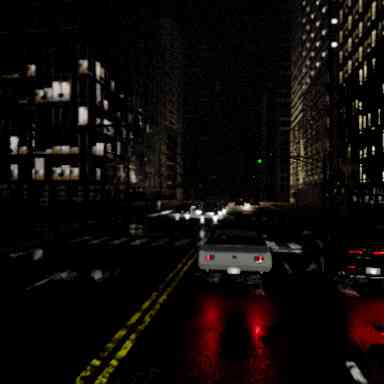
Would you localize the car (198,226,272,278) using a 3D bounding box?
[{"bbox_3d":[1.414,1.719,10.569,1.895,1.301,4.718,0,-1,9],"label":"car"}]

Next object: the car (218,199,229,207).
[{"bbox_3d":[6.590,2.269,69.305,2.033,1.411,5.357,0,-1,8],"label":"car"}]

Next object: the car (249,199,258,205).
[{"bbox_3d":[14.727,2.291,80.133,1.895,1.301,4.718,0,-1,8],"label":"car"}]

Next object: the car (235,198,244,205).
[{"bbox_3d":[11.507,2.213,80.571,2.128,1.511,4.902,0,-1,8],"label":"car"}]

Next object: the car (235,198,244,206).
[{"bbox_3d":[10.077,2.344,70.702,1.895,1.301,4.718,0,-1,8],"label":"car"}]

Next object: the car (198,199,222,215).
[{"bbox_3d":[2.220,1.948,39.811,1.812,1.442,4.674,0,-1,8],"label":"car"}]

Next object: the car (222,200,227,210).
[{"bbox_3d":[3.546,2.010,48.963,2.128,1.511,4.902,0,-1,8],"label":"car"}]

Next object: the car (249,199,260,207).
[{"bbox_3d":[13.230,2.291,69.793,2.033,1.411,5.357,0,-1,8],"label":"car"}]

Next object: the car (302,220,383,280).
[{"bbox_3d":[4.647,1.633,10.236,1.837,1.490,4.892,0,0,9],"label":"car"}]

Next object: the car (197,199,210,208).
[{"bbox_3d":[2.245,2.149,62.336,1.837,1.490,4.892,0,-1,9],"label":"car"}]

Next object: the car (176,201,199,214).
[{"bbox_3d":[-0.751,1.979,42.002,2.033,1.411,5.357,0,-1,8],"label":"car"}]
